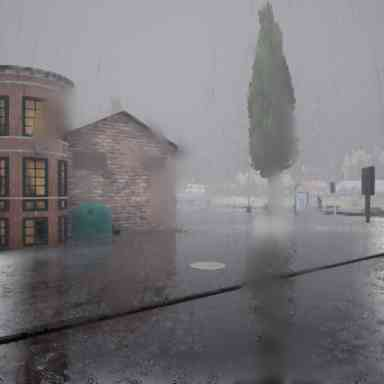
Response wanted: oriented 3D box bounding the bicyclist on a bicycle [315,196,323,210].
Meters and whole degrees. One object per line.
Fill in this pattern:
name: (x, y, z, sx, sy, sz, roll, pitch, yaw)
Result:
bicyclist on a bicycle: (15.318, 1.349, 40.146, 1.656, 1.620, 0.582, 0, 0, -36)
